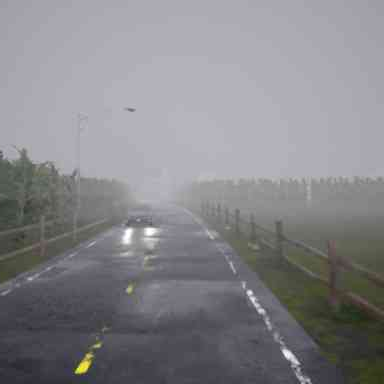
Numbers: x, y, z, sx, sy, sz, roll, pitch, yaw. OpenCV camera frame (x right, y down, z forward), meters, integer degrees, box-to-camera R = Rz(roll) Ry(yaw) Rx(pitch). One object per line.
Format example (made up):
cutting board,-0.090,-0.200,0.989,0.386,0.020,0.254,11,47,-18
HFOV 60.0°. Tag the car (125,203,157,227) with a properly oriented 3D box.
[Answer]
car,-3.600,1.576,23.838,1.837,1.490,4.892,0,0,-3

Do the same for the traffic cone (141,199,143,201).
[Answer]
traffic cone,-10.965,2.163,76.852,0.340,0.580,0.340,0,0,-10
